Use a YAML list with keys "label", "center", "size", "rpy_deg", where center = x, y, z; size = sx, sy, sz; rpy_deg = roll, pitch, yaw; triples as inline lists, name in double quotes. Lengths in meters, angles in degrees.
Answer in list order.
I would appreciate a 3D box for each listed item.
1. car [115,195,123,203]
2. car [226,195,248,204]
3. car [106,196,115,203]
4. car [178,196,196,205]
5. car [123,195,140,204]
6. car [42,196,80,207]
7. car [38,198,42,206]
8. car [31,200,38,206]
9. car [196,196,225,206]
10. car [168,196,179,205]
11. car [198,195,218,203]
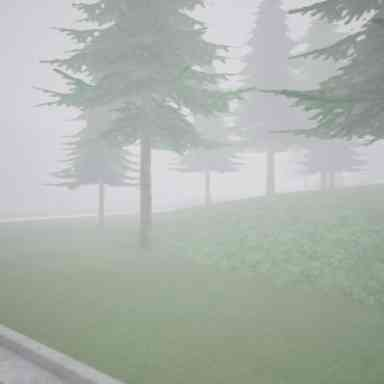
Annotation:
- label: "car"
  center: [-12.116, 1.532, 66.254]
  size: [2.033, 1.411, 5.357]
  rpy_deg: [0, 0, 35]
- label: "car"
  center: [9.095, 1.343, 64.278]
  size: [2.097, 1.767, 4.553]
  rpy_deg: [0, 0, 35]
- label: "car"
  center: [-15.287, 1.486, 67.819]
  size: [1.837, 1.490, 4.892]
  rpy_deg: [0, 0, 35]
- label: "car"
  center: [0.232, 1.516, 57.645]
  size: [1.812, 1.442, 4.674]
  rpy_deg: [0, 0, 35]
- label: "car"
  center: [-10.155, 1.340, 63.023]
  size: [2.097, 1.767, 4.553]
  rpy_deg: [0, 0, 36]
- label: "car"
  center: [-19.322, 1.479, 50.016]
  size: [2.128, 1.511, 4.902]
  rpy_deg: [0, 0, 35]
- label: "car"
  center: [-21.350, 1.464, 53.194]
  size: [1.882, 1.535, 5.008]
  rpy_deg: [0, 0, 35]
- label: "car"
  center: [-24.202, 1.512, 55.196]
  size: [1.812, 1.442, 4.674]
  rpy_deg: [0, 0, 35]
- label: "car"
  center: [3.157, 1.592, 55.721]
  size: [1.895, 1.301, 4.718]
  rpy_deg: [0, 0, 36]
- label: "car"
  center: [-2.488, 1.515, 59.861]
  size: [1.812, 1.442, 4.674]
  rpy_deg: [0, 0, 36]
- label: "car"
  center: [3.372, 1.489, 68.310]
  size: [1.837, 1.490, 4.892]
  rpy_deg: [0, 0, 35]
